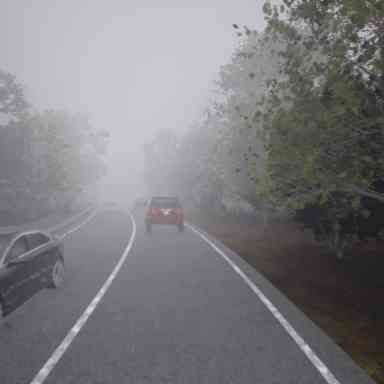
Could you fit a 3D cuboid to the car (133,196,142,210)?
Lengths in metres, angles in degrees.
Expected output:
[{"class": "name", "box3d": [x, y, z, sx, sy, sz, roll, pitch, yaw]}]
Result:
[{"class": "car", "box3d": [-6.180, 1.321, 41.228, 2.097, 1.767, 4.553, 1, 0, -13]}]

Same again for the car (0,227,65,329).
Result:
[{"class": "car", "box3d": [-3.914, 1.486, 6.289, 2.128, 1.511, 4.902, 0, 0, -3]}]

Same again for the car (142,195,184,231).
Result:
[{"class": "car", "box3d": [-1.825, 1.225, 20.802, 2.150, 2.045, 5.566, 1, 0, -9]}]

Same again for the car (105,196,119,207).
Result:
[{"class": "car", "box3d": [-11.854, 1.366, 49.230, 1.882, 1.535, 5.008, 1, 0, -13]}]
